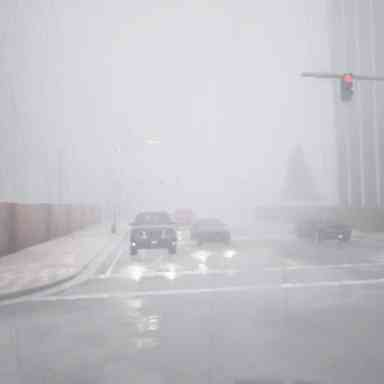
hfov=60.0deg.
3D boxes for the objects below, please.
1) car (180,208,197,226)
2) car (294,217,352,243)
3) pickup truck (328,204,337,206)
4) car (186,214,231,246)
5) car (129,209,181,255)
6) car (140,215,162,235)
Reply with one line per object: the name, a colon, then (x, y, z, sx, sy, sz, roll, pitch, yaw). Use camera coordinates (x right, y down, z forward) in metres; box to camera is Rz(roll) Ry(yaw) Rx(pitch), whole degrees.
car: (-0.809, 2.758, 34.911, 2.150, 2.045, 5.566, -1, -3, -7)
car: (8.030, 2.349, 20.914, 1.837, 1.490, 4.892, -1, -3, -6)
pickup truck: (37.781, 4.215, 87.097, 6.274, 2.098, 2.390, -2, -3, 22)
car: (1.055, 2.387, 20.799, 1.882, 1.535, 5.008, -1, -2, -8)
car: (-2.080, 2.051, 17.798, 2.150, 2.045, 5.566, -1, -2, -8)
car: (-3.691, 2.895, 29.908, 1.812, 1.442, 4.674, -1, -2, -8)
